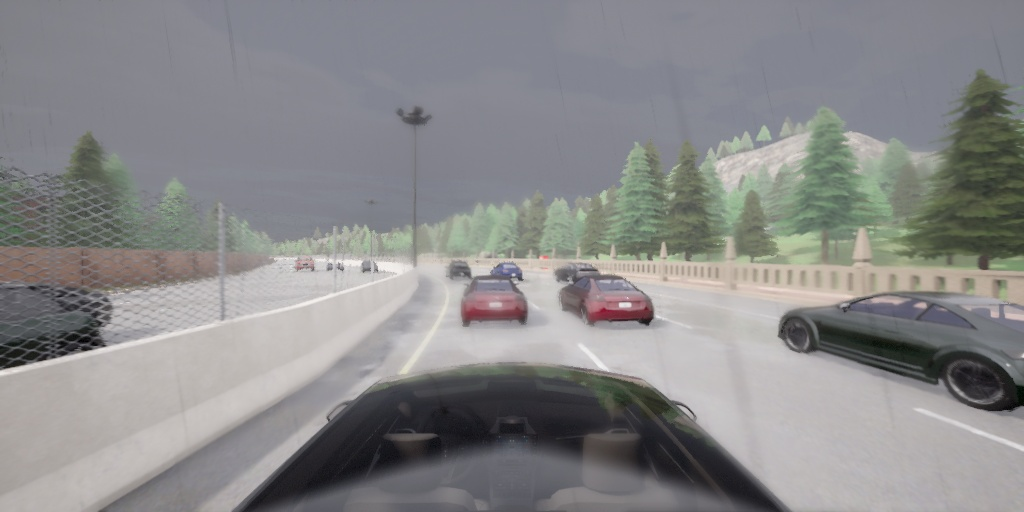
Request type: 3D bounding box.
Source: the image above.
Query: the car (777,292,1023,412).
[{"bbox_3d":[6.809,1.284,6.059,1.994,1.385,4.181,0,0,-3],"label":"car"}]

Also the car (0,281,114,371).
[{"bbox_3d":[-7.280,1.131,3.532,2.097,1.767,4.553,0,0,-2],"label":"car"}]

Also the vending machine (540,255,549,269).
[{"bbox_3d":[4.427,0.906,49.328,1.100,2.100,0.880,0,0,-24],"label":"vending machine"}]

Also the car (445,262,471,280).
[{"bbox_3d":[-4.734,1.260,31.436,1.837,1.490,4.892,0,0,-17],"label":"car"}]

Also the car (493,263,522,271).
[{"bbox_3d":[-0.457,1.265,29.281,1.812,1.442,4.674,0,0,-15],"label":"car"}]

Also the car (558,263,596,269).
[{"bbox_3d":[4.346,1.213,24.523,2.128,1.511,4.902,0,0,-12],"label":"car"}]

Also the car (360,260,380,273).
[{"bbox_3d":[-17.358,1.304,43.657,1.837,1.490,4.892,0,0,-27],"label":"car"}]

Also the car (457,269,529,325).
[{"bbox_3d":[-0.658,1.312,11.856,1.994,1.385,4.181,0,0,-6],"label":"car"}]

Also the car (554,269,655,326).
[{"bbox_3d":[2.864,1.298,11.694,1.994,1.385,4.181,0,0,-6],"label":"car"}]

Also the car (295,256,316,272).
[{"bbox_3d":[-27.802,1.061,48.214,2.150,2.045,5.566,0,0,-31],"label":"car"}]

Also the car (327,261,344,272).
[{"bbox_3d":[-23.892,1.389,48.432,1.994,1.385,4.181,0,0,-30],"label":"car"}]
